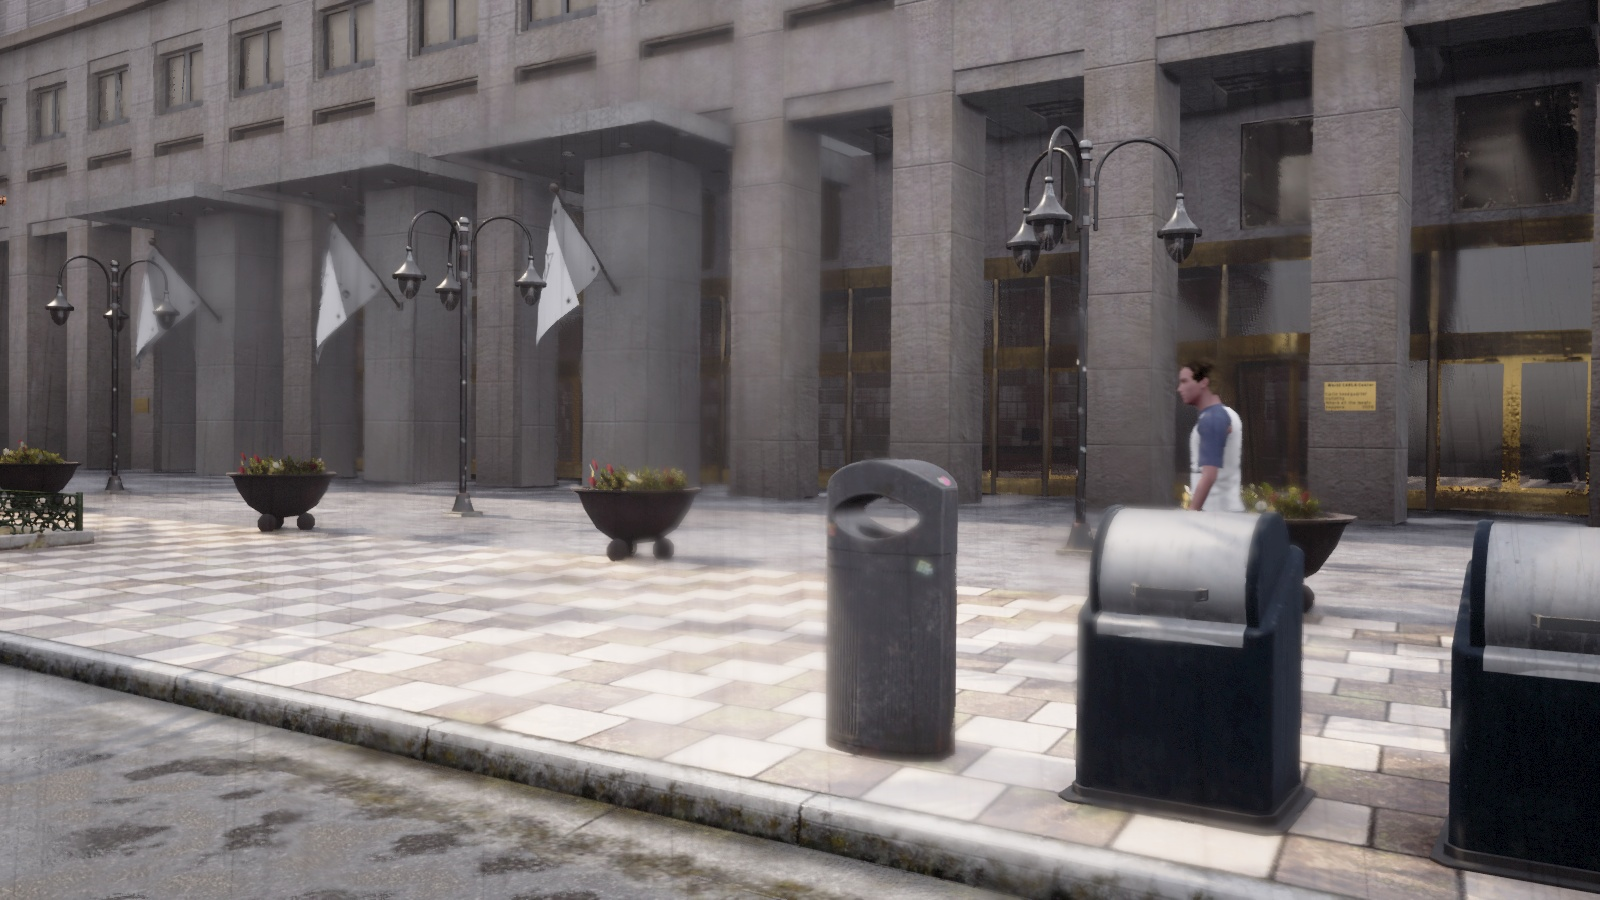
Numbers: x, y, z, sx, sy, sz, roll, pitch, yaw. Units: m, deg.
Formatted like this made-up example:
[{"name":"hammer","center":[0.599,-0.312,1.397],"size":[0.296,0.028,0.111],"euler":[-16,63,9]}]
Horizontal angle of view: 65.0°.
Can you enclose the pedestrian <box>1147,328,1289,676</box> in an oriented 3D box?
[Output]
[{"name":"pedestrian","center":[2.275,0.273,6.880],"size":[0.706,1.836,0.354],"euler":[0,1,14]}]
